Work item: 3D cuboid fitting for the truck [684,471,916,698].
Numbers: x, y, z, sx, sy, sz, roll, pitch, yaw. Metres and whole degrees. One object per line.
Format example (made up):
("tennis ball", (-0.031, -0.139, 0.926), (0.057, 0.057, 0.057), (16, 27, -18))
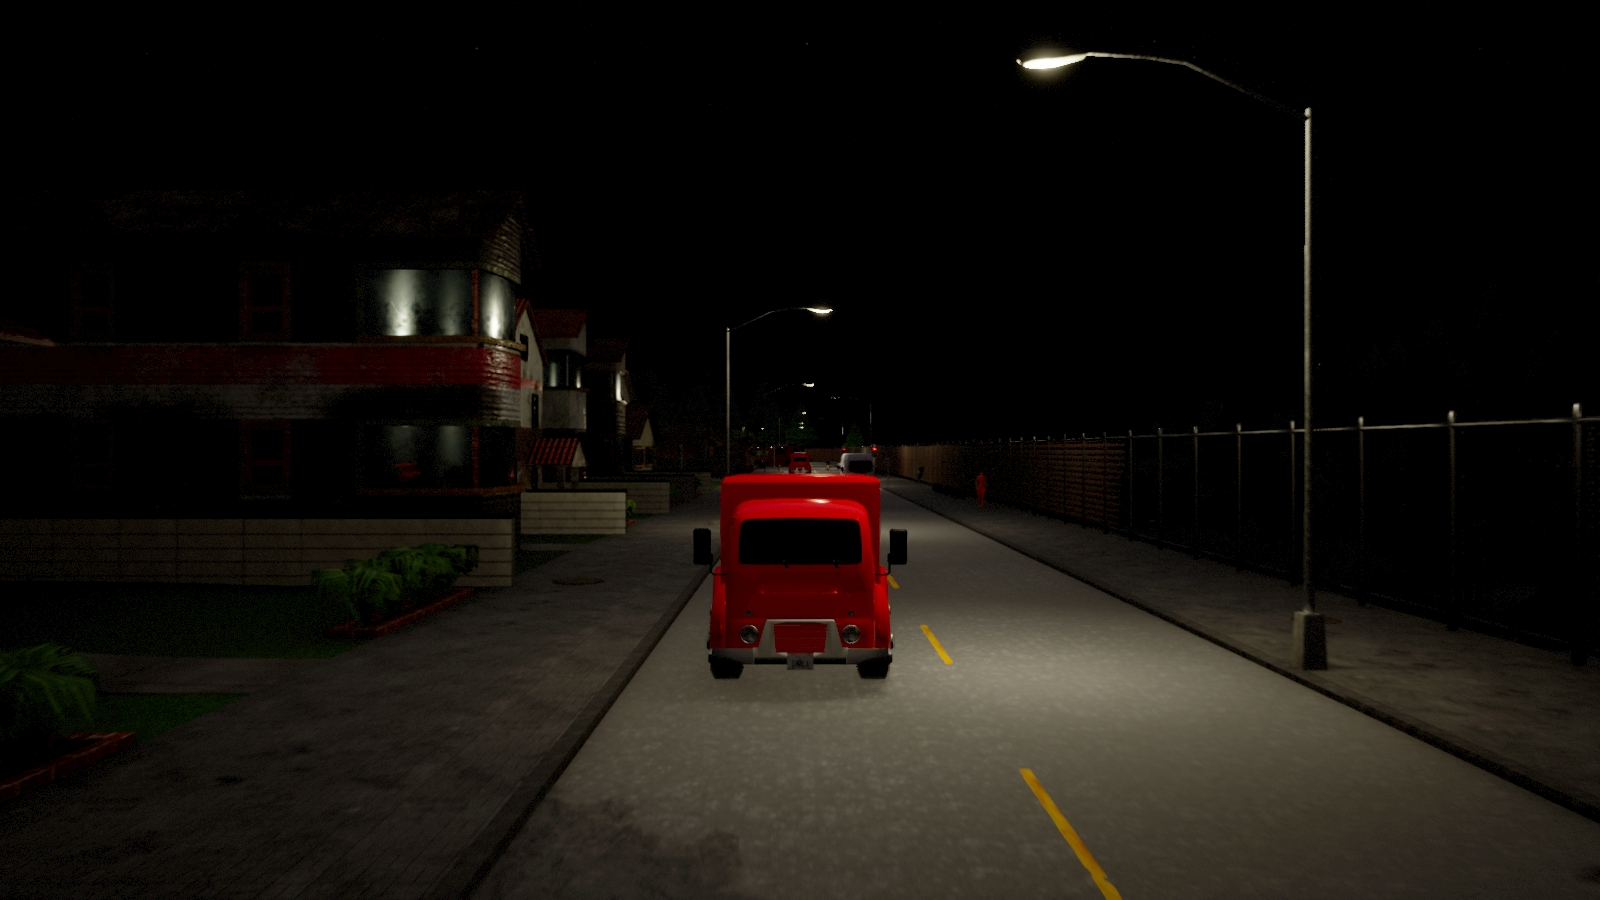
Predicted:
("truck", (0.002, 1.568, 15.492), (2.627, 2.467, 5.204), (0, 0, 0))
